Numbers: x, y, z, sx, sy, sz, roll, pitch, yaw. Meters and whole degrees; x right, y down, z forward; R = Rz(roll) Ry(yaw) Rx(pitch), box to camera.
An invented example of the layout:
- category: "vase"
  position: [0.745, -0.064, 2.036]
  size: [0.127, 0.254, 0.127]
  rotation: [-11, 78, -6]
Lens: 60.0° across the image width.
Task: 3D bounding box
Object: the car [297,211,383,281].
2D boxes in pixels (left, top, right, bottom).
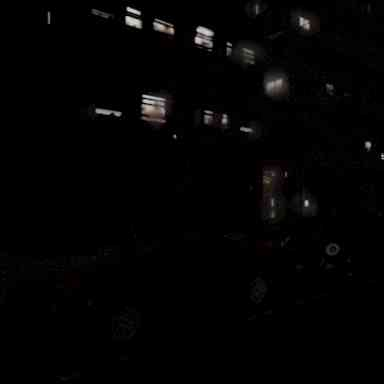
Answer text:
- category: "car"
  position: [4.375, 1.393, 9.673]
  size: [4.097, 1.590, 1.967]
  rotation: [0, 1, -36]

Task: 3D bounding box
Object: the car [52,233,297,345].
- category: "car"
  position: [-0.257, 1.527, 6.370]
  size: [4.507, 1.381, 1.887]
  rotation: [0, 1, -35]
